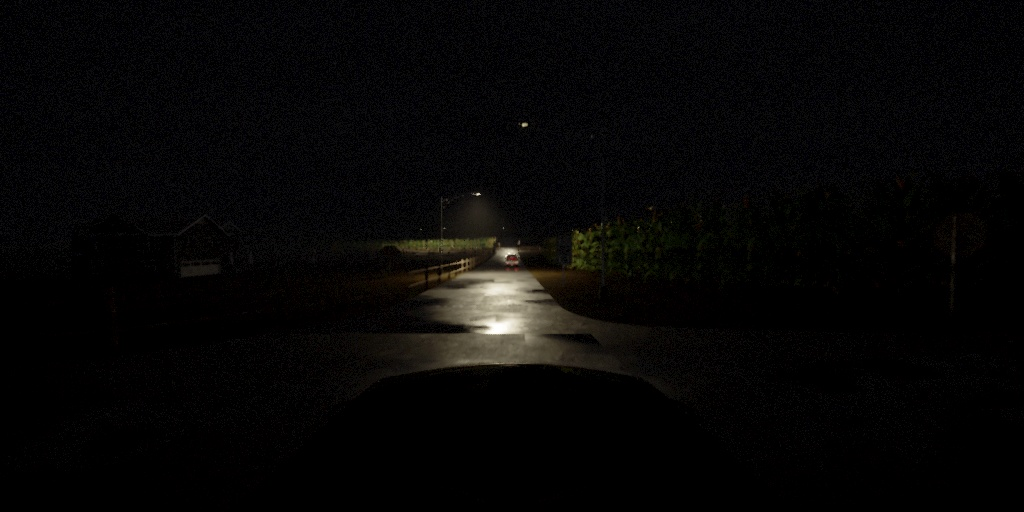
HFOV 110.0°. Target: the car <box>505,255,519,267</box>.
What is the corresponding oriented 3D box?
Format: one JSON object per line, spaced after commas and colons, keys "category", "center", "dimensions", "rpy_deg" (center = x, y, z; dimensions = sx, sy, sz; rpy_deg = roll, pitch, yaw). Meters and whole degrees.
{"category": "car", "center": [0.002, 0.850, 49.659], "dimensions": [1.895, 1.301, 4.718], "rpy_deg": [0, 1, 0]}
